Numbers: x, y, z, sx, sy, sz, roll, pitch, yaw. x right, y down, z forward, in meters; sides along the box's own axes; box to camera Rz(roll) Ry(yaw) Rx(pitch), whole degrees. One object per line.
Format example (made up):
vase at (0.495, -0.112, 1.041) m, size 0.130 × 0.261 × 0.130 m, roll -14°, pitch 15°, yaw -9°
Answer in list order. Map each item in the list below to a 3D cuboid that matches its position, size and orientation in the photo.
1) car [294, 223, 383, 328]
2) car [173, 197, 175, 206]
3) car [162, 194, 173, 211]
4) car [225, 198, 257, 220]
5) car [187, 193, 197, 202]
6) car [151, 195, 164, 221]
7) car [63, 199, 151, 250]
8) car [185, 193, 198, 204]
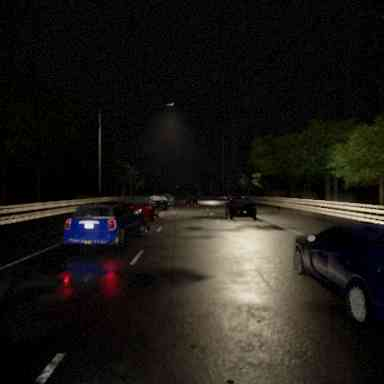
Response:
car at (3.600, 1.368, 6.765) m, size 1.882 × 1.535 × 5.008 m, roll 0°, pitch 1°, yaw 0°
car at (-3.507, 1.076, 46.194) m, size 2.097 × 1.767 × 4.553 m, roll 0°, pitch 0°, yaw 0°
car at (-3.505, 1.195, 35.222) m, size 2.128 × 1.511 × 4.902 m, roll 0°, pitch 0°, yaw 0°
car at (3.598, 1.197, 25.108) m, size 1.882 × 1.535 × 5.008 m, roll 0°, pitch 0°, yaw 0°
car at (-0.012, 1.215, 77.823) m, size 2.150 × 2.045 × 5.566 m, roll 0°, pitch -1°, yaw 0°
car at (-3.503, 1.228, 24.247) m, size 2.163 × 1.488 × 4.792 m, roll 0°, pitch 0°, yaw 0°
car at (-3.319, 1.158, 13.559) m, size 2.097 × 1.767 × 4.553 m, roll 0°, pitch 1°, yaw 6°
car at (-0.007, 1.286, 54.374) m, size 1.812 × 1.442 × 4.674 m, roll 0°, pitch 0°, yaw 0°
